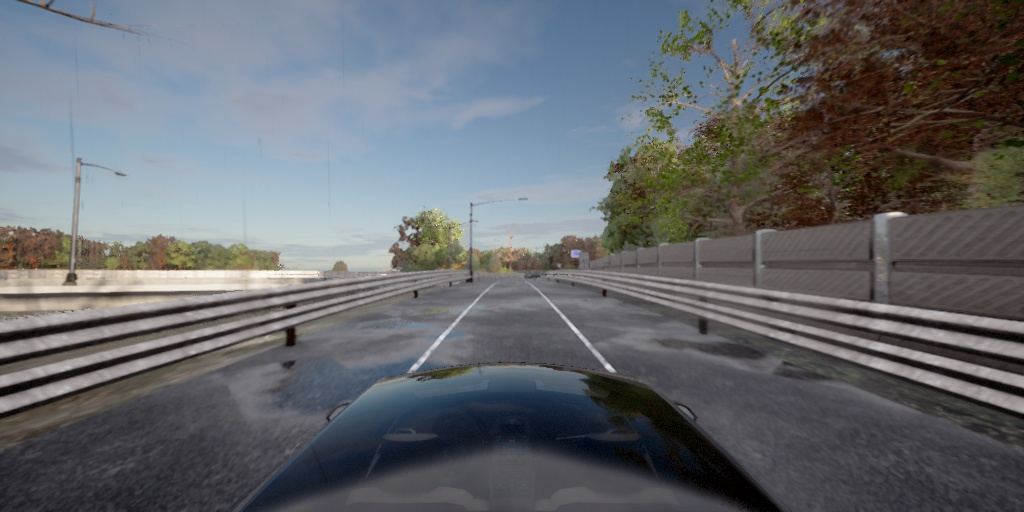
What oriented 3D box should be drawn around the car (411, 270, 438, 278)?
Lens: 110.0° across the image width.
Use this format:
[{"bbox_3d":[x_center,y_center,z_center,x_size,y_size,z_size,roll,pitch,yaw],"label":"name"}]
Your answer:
[{"bbox_3d":[-12.945,2.764,51.085,5.008,1.535,1.882,3,-4,-45],"label":"car"}]
